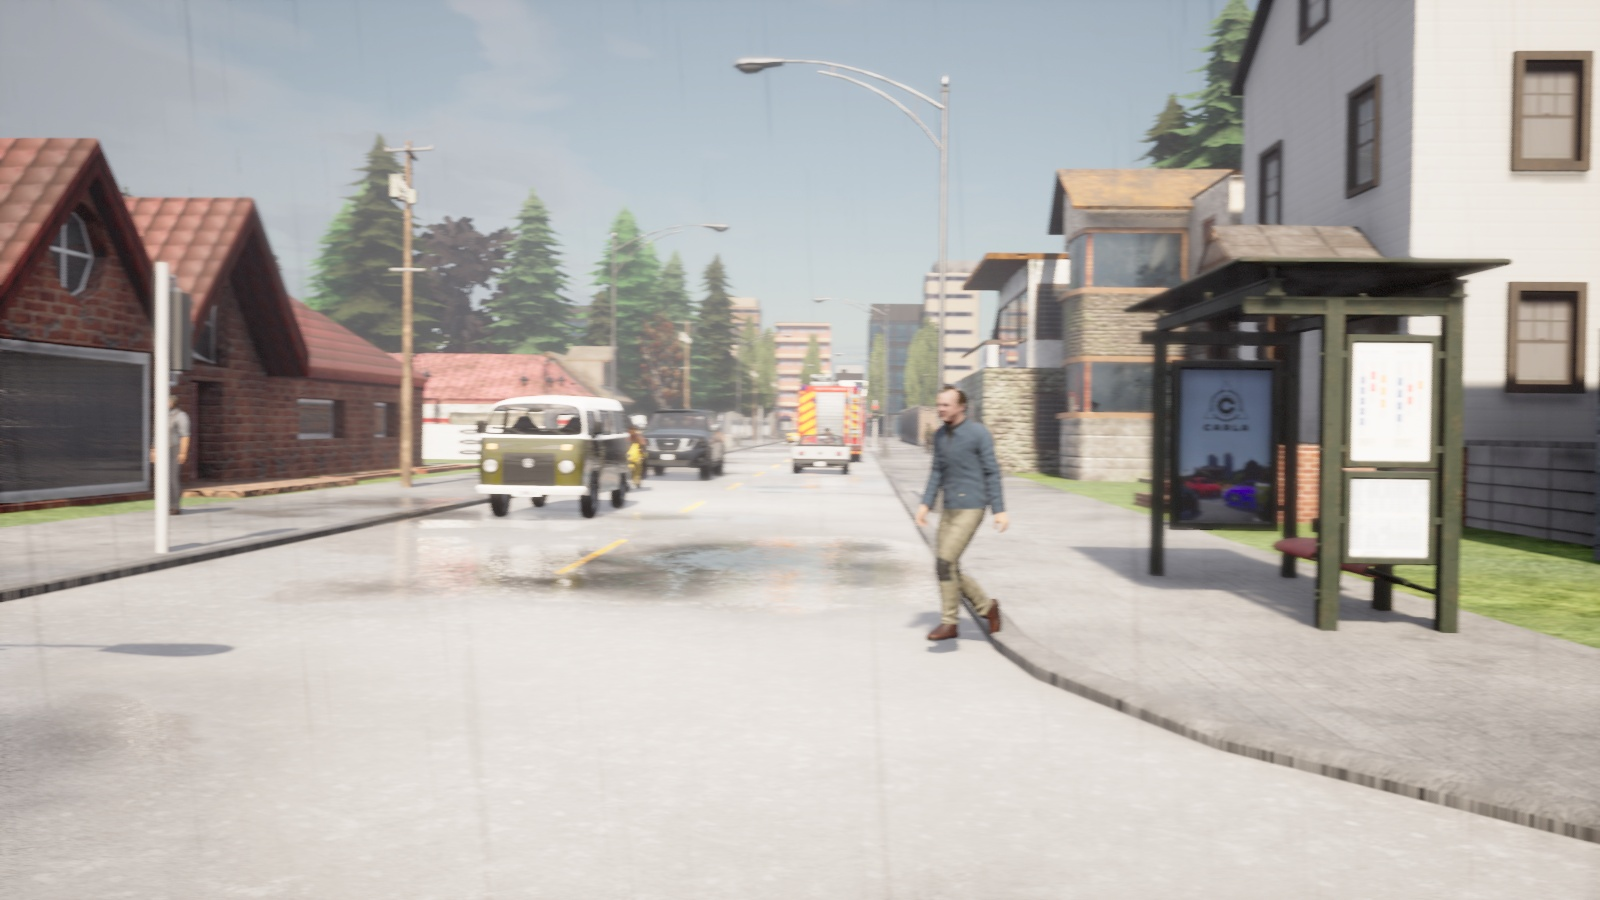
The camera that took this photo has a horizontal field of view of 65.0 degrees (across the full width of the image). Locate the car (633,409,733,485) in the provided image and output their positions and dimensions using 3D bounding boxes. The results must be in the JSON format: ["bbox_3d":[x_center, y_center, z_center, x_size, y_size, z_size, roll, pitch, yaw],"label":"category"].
[{"bbox_3d":[-3.355,-0.140,37.084,2.150,2.045,5.566,-1,1,3],"label":"car"}]

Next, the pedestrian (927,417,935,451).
[{"bbox_3d":[7.481,-0.897,71.646,0.395,1.930,0.692,-1,1,3],"label":"pedestrian"}]

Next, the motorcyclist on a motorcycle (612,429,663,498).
[{"bbox_3d":[-3.731,0.278,28.973,0.797,1.523,2.044,-1,1,3],"label":"motorcyclist on a motorcycle"}]

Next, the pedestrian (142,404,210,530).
[{"bbox_3d":[-9.350,0.248,18.835,0.540,1.848,0.694,0,1,25],"label":"pedestrian"}]

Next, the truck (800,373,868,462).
[{"bbox_3d":[1.637,-1.469,58.461,2.891,3.827,8.468,-1,1,2],"label":"truck"}]

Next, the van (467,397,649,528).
[{"bbox_3d":[-4.053,0.154,21.865,2.069,2.038,4.480,-1,1,3],"label":"van"}]

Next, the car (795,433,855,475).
[{"bbox_3d":[0.894,0.103,42.319,1.895,1.301,4.718,-1,1,3],"label":"car"}]

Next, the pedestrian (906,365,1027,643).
[{"bbox_3d":[1.155,0.350,8.689,0.726,1.842,0.402,-1,1,-31],"label":"pedestrian"}]
